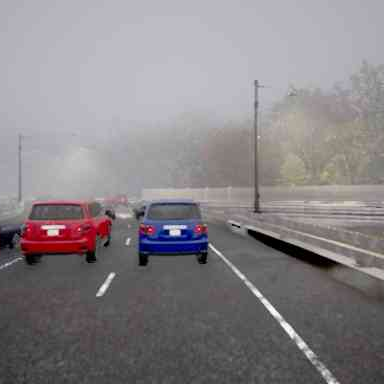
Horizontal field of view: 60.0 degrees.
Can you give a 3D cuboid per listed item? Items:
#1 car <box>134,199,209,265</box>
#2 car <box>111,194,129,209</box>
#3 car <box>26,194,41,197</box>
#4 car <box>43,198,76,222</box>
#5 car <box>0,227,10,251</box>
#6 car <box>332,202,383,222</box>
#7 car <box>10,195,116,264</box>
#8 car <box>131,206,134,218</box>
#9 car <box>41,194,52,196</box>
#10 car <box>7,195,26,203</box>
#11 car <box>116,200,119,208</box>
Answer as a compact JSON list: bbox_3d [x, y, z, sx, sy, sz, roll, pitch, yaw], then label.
[{"bbox_3d":[-0.781,1.259,12.084,2.150,2.045,5.566,0,0,-7],"label":"car"},{"bbox_3d":[-11.363,1.316,49.458,2.150,2.045,5.566,-1,0,-35],"label":"car"},{"bbox_3d":[-39.026,1.765,80.112,4.674,1.442,1.812,0,0,41],"label":"car"},{"bbox_3d":[-11.160,1.478,28.314,2.097,1.767,4.553,0,0,-16],"label":"car"},{"bbox_3d":[-7.775,1.665,11.748,1.895,1.301,4.718,0,0,-7],"label":"car"},{"bbox_3d":[13.028,1.448,24.125,5.357,1.411,2.033,1,0,36],"label":"car"},{"bbox_3d":[-4.318,1.274,12.253,2.150,2.045,5.566,0,0,-7],"label":"car"},{"bbox_3d":[-4.161,1.604,29.301,1.837,1.490,4.892,0,0,-15],"label":"car"},{"bbox_3d":[-36.684,1.463,82.712,5.566,2.045,2.150,0,0,41],"label":"car"},{"bbox_3d":[-41.392,1.721,77.533,5.008,1.535,1.882,0,0,41],"label":"car"},{"bbox_3d":[-7.875,1.681,29.525,1.994,1.385,4.181,0,0,-16],"label":"car"}]
